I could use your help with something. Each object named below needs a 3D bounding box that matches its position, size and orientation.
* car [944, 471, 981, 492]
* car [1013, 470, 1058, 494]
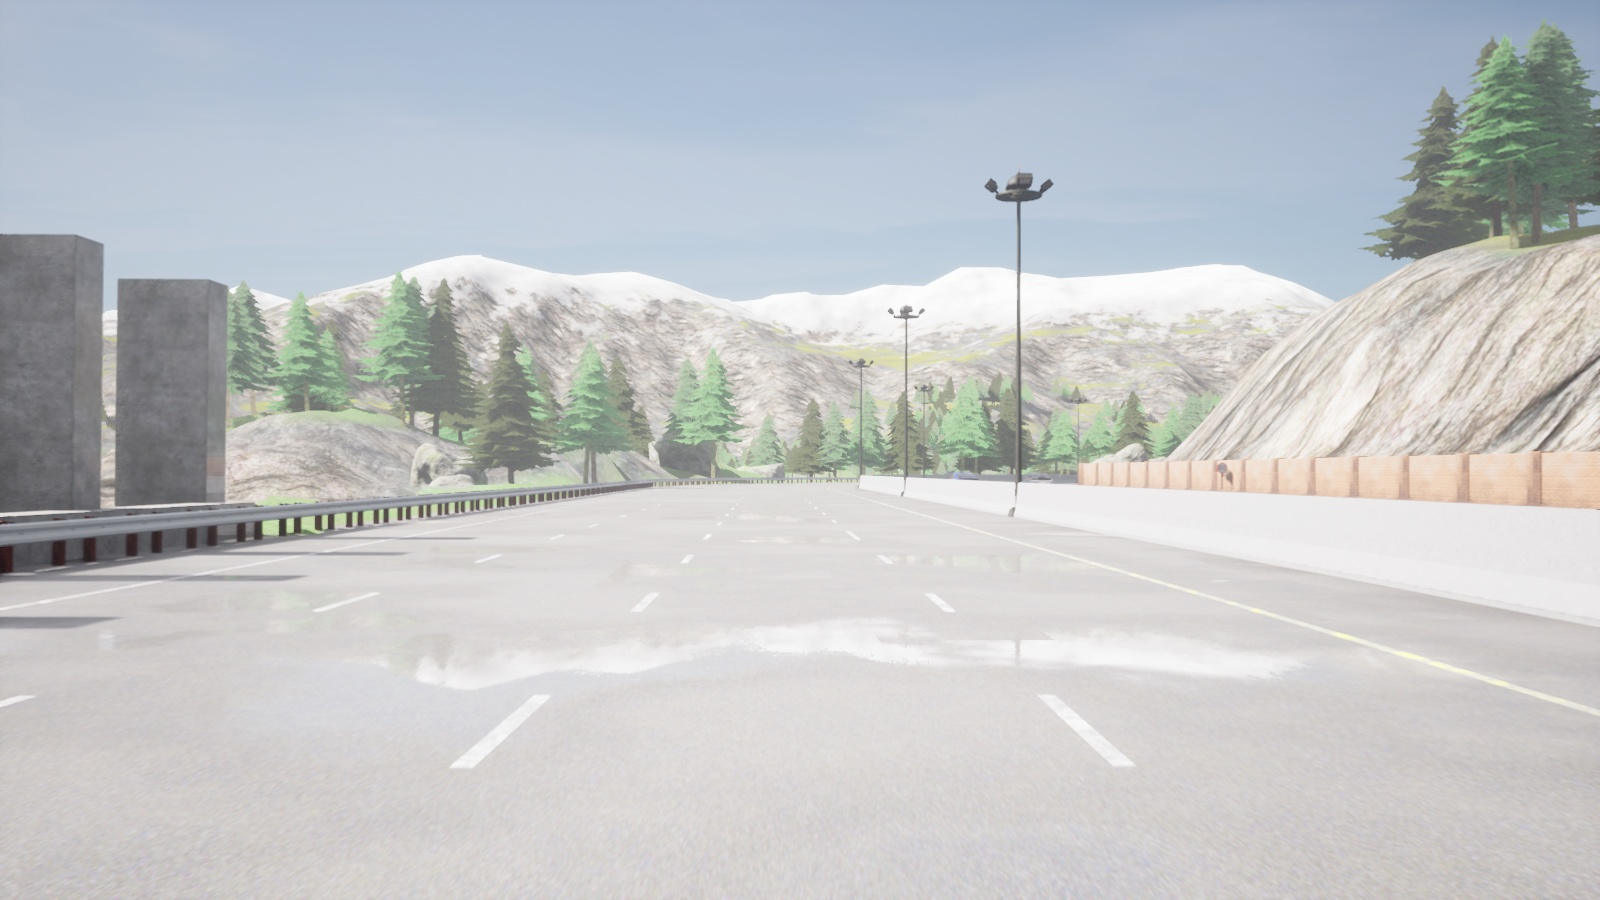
[{"bbox_3d":[11.932,2.293,92.508,1.882,1.535,5.008,0,-1,-2],"label":"car"},{"bbox_3d":[15.663,2.101,83.758,2.007,1.525,4.514,0,-1,-2],"label":"car"}]
